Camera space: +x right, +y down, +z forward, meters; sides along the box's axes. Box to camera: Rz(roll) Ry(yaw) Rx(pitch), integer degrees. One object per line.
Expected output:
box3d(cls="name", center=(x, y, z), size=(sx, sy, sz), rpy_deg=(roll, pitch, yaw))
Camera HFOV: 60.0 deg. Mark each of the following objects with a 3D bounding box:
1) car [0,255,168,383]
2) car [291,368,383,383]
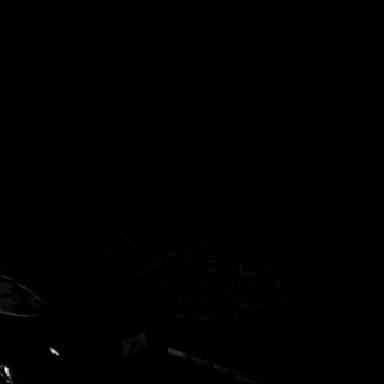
box3d(cls="car", center=(-2.270, 1.567, 4.581), size=(4.313, 1.339, 1.947), rpy_deg=(0, 0, 36))
box3d(cls="car", center=(2.321, 1.582, 1.304), size=(4.206, 1.307, 1.802), rpy_deg=(0, 0, 36))
